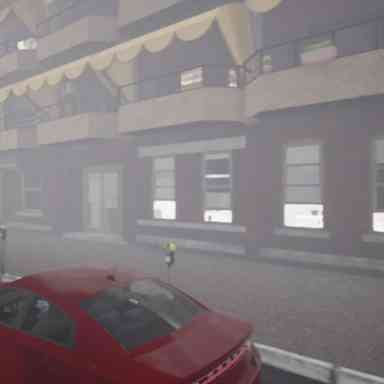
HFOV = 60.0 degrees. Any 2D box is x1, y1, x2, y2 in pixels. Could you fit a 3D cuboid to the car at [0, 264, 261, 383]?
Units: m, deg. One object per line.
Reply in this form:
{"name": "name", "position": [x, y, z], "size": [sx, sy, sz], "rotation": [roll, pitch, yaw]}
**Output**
{"name": "car", "position": [-1.453, 1.556, 3.905], "size": [4.507, 1.381, 1.887], "rotation": [0, 0, 35]}
